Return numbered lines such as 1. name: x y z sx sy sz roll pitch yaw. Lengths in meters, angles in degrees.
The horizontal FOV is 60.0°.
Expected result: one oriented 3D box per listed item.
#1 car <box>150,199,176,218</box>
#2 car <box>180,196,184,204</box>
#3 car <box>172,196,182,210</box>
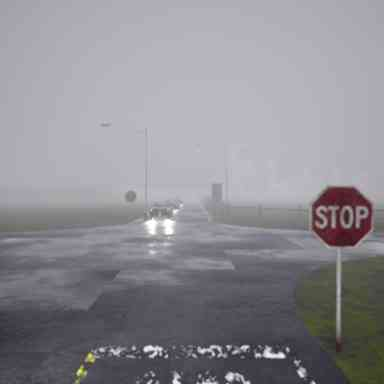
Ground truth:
1. car: -2.772 1.622 30.648 1.895 1.301 4.718 0 0 0
2. car: -2.630 1.560 63.908 1.837 1.490 4.892 0 -1 1
3. car: -2.751 1.595 43.515 1.994 1.385 4.181 0 0 0
